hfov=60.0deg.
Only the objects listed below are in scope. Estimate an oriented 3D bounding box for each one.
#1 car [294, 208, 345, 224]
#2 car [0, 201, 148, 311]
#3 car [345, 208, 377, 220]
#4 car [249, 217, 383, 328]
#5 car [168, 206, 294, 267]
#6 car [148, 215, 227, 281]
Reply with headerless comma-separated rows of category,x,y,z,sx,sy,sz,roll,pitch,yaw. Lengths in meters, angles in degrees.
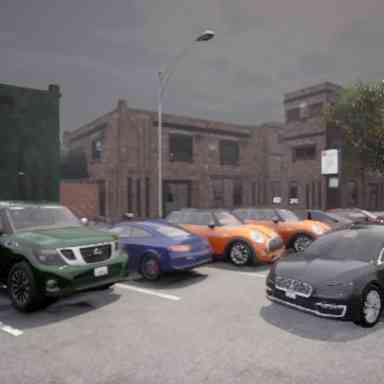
car,3.292,1.370,13.232,4.553,1.767,2.185,-1,-1,35
car,-4.030,1.235,8.040,5.566,2.045,2.435,-1,-1,35
car,5.796,1.529,14.920,4.792,1.488,2.163,-1,-1,35
car,3.670,1.510,7.082,4.892,1.490,1.837,0,0,-35
car,0.836,1.366,11.507,4.553,1.767,2.185,-1,-1,35
car,-1.596,1.529,9.755,4.674,1.452,2.002,-1,-1,35
